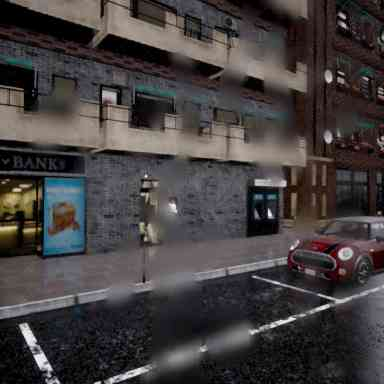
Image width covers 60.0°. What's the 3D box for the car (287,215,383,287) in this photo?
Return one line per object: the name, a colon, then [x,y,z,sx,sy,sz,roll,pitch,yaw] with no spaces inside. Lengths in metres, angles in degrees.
car: [4.530,1.442,9.327,4.097,1.590,1.967,0,1,-36]
